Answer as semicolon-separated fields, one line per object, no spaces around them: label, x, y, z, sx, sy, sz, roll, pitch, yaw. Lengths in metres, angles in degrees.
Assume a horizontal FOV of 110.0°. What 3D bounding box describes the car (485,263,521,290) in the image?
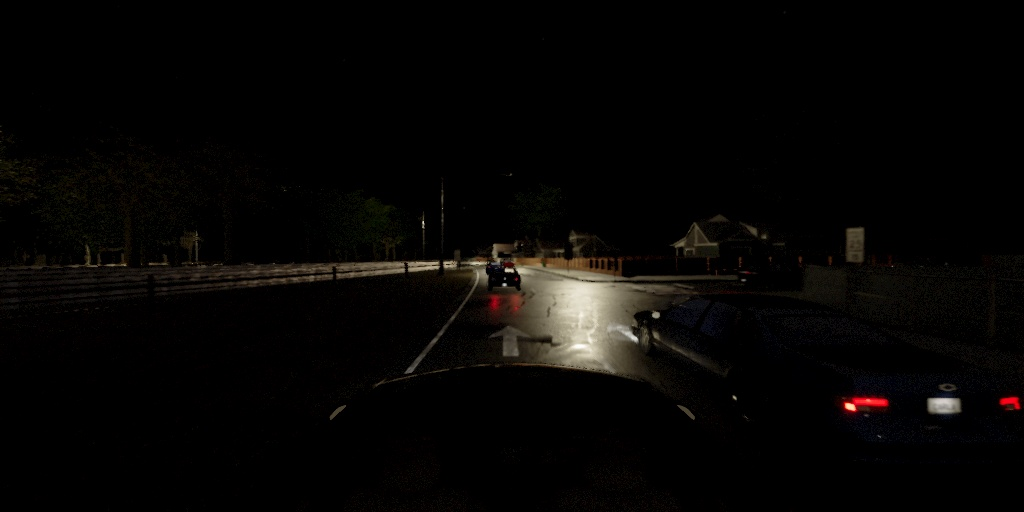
car;-0.524;1.314;22.133;1.895;1.301;4.718;0;0;-3

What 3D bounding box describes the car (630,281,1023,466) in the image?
car;3.557;1.286;5.497;2.033;1.411;5.357;0;0;-1

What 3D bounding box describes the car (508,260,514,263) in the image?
car;-0.762;1.275;57.812;1.994;1.385;4.181;0;0;-9

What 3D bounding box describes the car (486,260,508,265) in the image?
car;-1.829;1.256;38.649;1.994;1.385;4.181;0;0;-6

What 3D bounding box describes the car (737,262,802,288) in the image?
car;14.686;1.056;19.102;4.902;1.511;2.128;-1;1;-2

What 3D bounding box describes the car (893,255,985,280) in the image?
car;26.367;0.738;22.373;4.553;1.767;2.097;-1;1;-1
